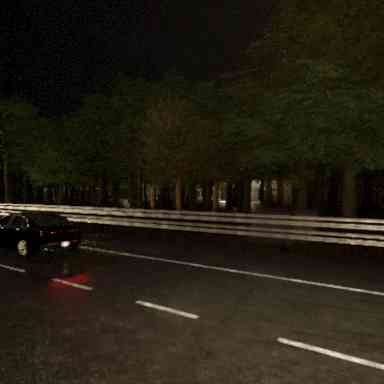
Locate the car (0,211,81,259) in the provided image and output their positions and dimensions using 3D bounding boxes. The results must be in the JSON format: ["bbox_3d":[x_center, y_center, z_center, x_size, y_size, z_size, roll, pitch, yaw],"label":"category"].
[{"bbox_3d":[-6.241,1.505,12.633,4.892,1.490,1.837,0,0,36],"label":"car"}]
